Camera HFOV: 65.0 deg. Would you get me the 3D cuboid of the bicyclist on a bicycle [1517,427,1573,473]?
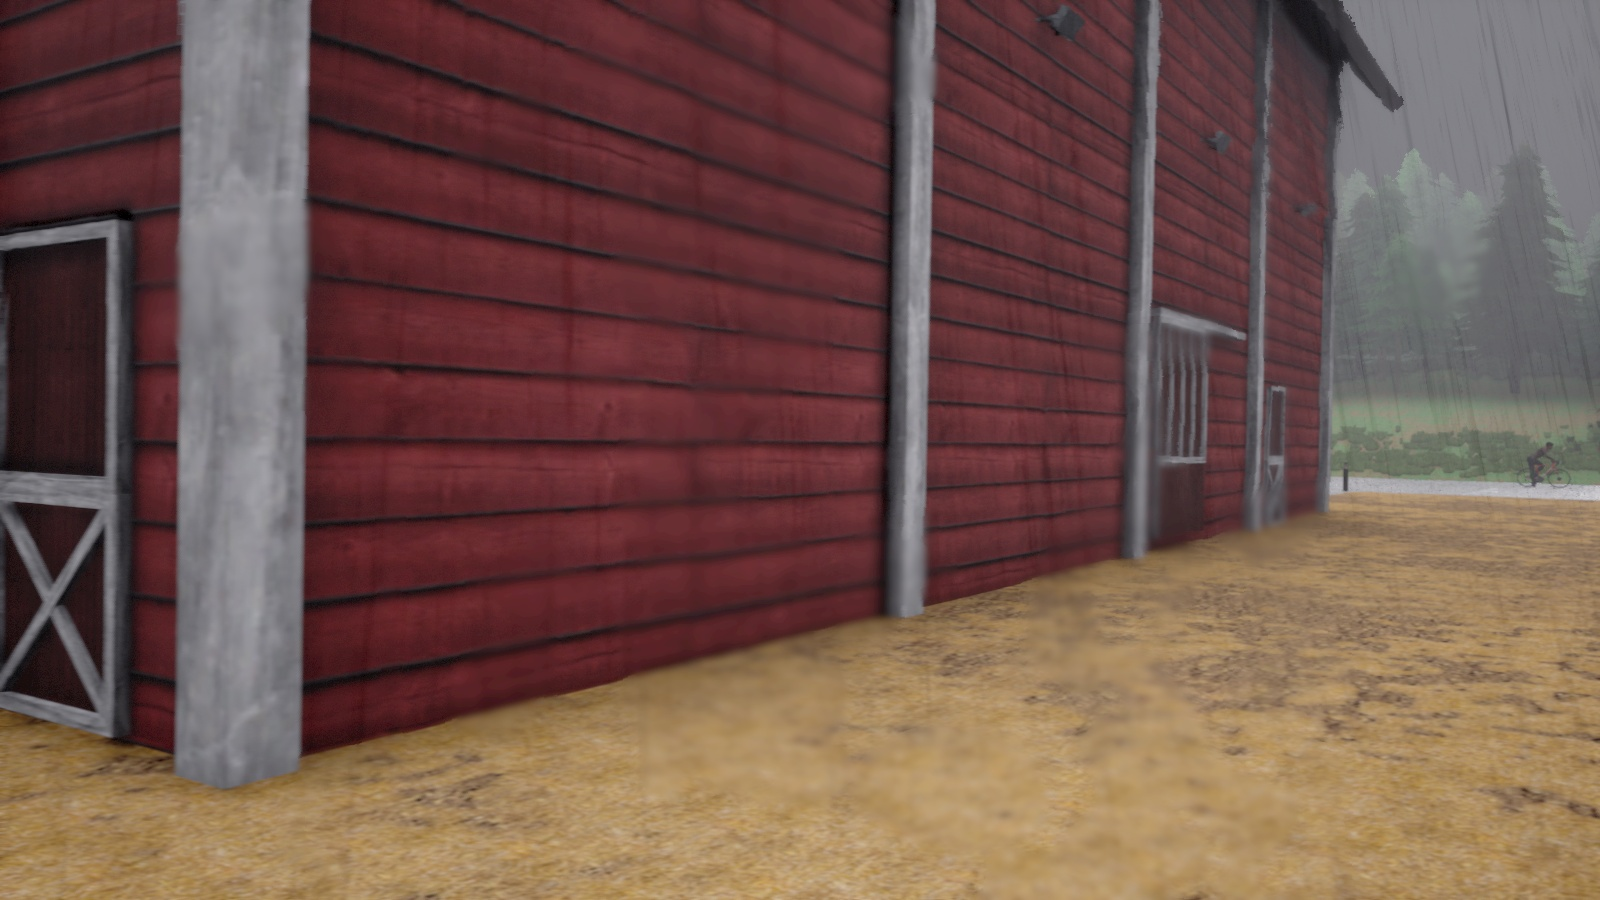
[{"bbox_3d":[26.319,-0.017,44.371,1.656,1.620,0.582,1,1,34],"label":"bicyclist on a bicycle"}]
